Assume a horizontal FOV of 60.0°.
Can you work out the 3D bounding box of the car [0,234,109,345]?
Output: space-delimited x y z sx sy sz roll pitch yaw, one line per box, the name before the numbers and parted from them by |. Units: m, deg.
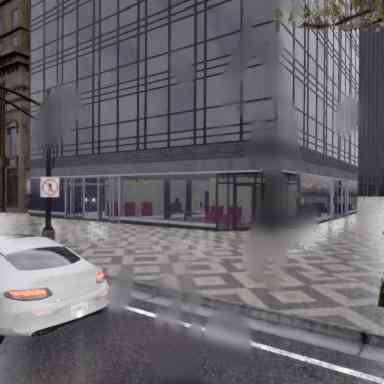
car | -3.522 1.524 6.190 4.674 1.442 1.812 0 0 35
